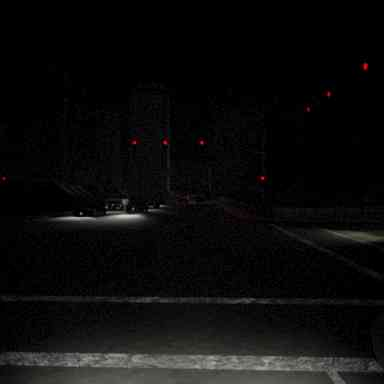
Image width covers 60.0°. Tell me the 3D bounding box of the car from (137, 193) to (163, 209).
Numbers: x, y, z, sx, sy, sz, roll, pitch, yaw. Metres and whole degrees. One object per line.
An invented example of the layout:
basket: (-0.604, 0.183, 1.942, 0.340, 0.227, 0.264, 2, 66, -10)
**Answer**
car: (-5.853, 1.219, 46.752, 2.150, 2.045, 5.566, 0, 0, 1)

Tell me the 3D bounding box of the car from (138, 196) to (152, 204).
car: (-8.908, 1.523, 63.384, 1.812, 1.442, 4.674, 0, 0, 2)

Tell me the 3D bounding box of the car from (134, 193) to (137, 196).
car: (-9.195, 1.219, 53.026, 2.150, 2.045, 5.566, 0, 0, 1)

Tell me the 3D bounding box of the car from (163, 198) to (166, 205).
car: (-5.590, 1.545, 57.108, 2.033, 1.411, 5.357, 0, 0, 2)

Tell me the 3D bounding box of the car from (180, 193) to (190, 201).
car: (-1.584, 1.178, 74.582, 2.097, 1.767, 4.553, 0, 0, 1)

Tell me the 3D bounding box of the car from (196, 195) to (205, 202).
car: (1.915, 1.348, 74.527, 2.128, 1.511, 4.902, 0, 0, 1)

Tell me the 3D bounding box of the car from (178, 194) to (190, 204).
car: (-1.790, 1.561, 66.021, 1.994, 1.385, 4.181, 0, 0, 1)

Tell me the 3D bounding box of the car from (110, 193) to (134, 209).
car: (-9.454, 1.219, 42.662, 2.150, 2.045, 5.566, 0, 0, 1)

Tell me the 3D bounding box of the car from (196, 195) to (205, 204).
car: (1.694, 1.502, 65.310, 1.837, 1.490, 4.892, 0, 0, 1)

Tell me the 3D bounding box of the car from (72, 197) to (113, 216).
car: (-9.769, 1.546, 32.482, 2.033, 1.411, 5.357, 0, 0, 4)

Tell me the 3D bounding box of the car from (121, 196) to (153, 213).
car: (-6.086, 1.490, 37.181, 2.128, 1.511, 4.902, 0, 0, 1)
